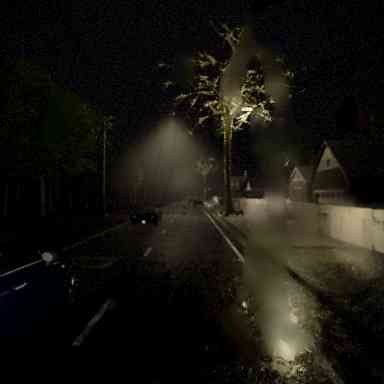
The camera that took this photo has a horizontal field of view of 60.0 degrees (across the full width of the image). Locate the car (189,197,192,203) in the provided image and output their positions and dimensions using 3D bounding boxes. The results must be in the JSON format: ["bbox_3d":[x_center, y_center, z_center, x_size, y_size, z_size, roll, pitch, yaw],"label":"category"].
[{"bbox_3d":[0.122,2.160,86.618,1.837,1.490,4.892,0,-1,0],"label":"car"}]

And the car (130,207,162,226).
[{"bbox_3d":[-3.363,1.814,25.414,1.895,1.301,4.718,0,0,0],"label":"car"}]

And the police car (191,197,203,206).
[{"bbox_3d":[1.320,2.031,68.084,1.930,1.638,5.238,0,-1,0],"label":"police car"}]

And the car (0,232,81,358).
[{"bbox_3d":[-3.391,1.395,5.211,2.097,1.767,4.553,0,0,0],"label":"car"}]
